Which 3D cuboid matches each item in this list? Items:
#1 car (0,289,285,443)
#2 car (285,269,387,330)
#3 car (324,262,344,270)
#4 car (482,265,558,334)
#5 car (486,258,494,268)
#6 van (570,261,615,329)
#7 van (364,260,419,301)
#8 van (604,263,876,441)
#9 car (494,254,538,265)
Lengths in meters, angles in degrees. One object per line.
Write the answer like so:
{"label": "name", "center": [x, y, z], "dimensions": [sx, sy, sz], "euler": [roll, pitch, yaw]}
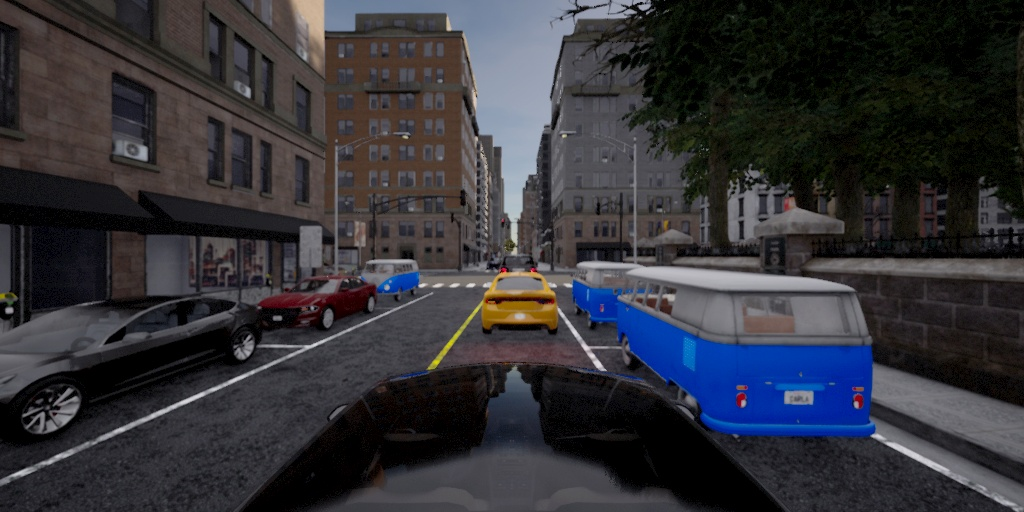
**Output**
{"label": "car", "center": [-5.806, 1.309, 5.361], "dimensions": [1.948, 1.339, 4.313], "euler": [0, 0, 1]}
{"label": "car", "center": [-5.694, 1.275, 11.020], "dimensions": [1.888, 1.381, 4.507], "euler": [0, 0, 1]}
{"label": "car", "center": [-16.203, 1.227, 28.803], "dimensions": [5.357, 1.411, 2.033], "euler": [0, 0, 1]}
{"label": "car", "center": [0.227, 1.209, 10.605], "dimensions": [1.882, 1.535, 5.008], "euler": [0, 0, 1]}
{"label": "car", "center": [-2.308, 0.989, 49.810], "dimensions": [2.097, 1.767, 4.553], "euler": [0, 0, 2]}
{"label": "van", "center": [2.830, 1.071, 10.860], "dimensions": [1.690, 1.789, 3.998], "euler": [0, 0, 1]}
{"label": "van", "center": [-5.581, 1.058, 16.679], "dimensions": [1.690, 1.789, 3.998], "euler": [0, 0, 1]}
{"label": "van", "center": [2.718, 1.083, 5.203], "dimensions": [1.690, 1.789, 3.998], "euler": [0, 0, 1]}
{"label": "car", "center": [0.331, 0.927, 20.561], "dimensions": [2.150, 2.045, 5.566], "euler": [0, 0, 0]}
